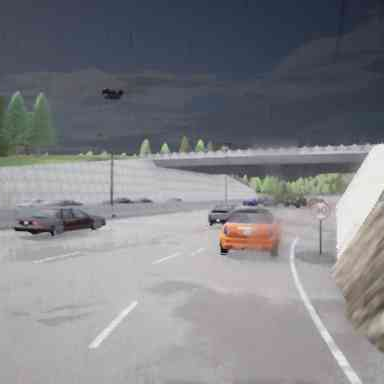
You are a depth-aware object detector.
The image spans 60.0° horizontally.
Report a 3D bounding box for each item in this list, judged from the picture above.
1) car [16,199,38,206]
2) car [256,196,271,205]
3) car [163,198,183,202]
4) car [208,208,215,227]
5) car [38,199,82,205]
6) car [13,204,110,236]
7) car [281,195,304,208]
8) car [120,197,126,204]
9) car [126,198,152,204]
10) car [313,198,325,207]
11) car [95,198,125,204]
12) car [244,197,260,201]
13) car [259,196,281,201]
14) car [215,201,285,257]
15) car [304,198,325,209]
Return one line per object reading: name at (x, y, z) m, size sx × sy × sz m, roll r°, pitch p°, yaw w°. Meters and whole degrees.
car at (-19.930, 1.620, 42.117) m, size 1.812 × 1.442 × 4.674 m, roll 0°, pitch 0°, yaw 24°
car at (14.491, 1.694, 67.451) m, size 2.097 × 1.767 × 4.553 m, roll 0°, pitch 0°, yaw 24°
car at (-3.125, 1.744, 53.926) m, size 1.882 × 1.535 × 5.008 m, roll 0°, pitch -1°, yaw 24°
car at (2.682, 1.636, 23.621) m, size 2.128 × 1.511 × 4.902 m, roll 0°, pitch 0°, yaw 24°
car at (-16.186, 1.665, 41.928) m, size 2.033 × 1.411 × 5.357 m, roll 0°, pitch 0°, yaw 24°
car at (-7.173, 1.601, 18.723) m, size 2.033 × 1.411 × 5.357 m, roll 0°, pitch 0°, yaw 24°
car at (16.656, 1.622, 55.137) m, size 2.150 × 2.045 × 5.566 m, roll 0°, pitch 0°, yaw 24°
car at (-12.528, 1.734, 58.572) m, size 1.837 × 1.490 × 4.892 m, roll 0°, pitch 0°, yaw 25°
car at (-8.900, 1.728, 58.121) m, size 1.882 × 1.535 × 5.008 m, roll 0°, pitch 0°, yaw 25°
car at (24.427, 1.976, 63.952) m, size 1.882 × 1.535 × 5.008 m, roll 0°, pitch 0°, yaw 24°
car at (-10.144, 1.702, 38.293) m, size 1.994 × 1.385 × 4.181 m, roll 0°, pitch 0°, yaw 24°
car at (10.251, 1.852, 57.965) m, size 1.882 × 1.535 × 5.008 m, roll 0°, pitch 0°, yaw 24°
car at (13.446, 1.879, 56.537) m, size 2.128 × 1.511 × 4.902 m, roll 0°, pitch 0°, yaw 24°
car at (2.556, 1.442, 13.644) m, size 2.097 × 1.767 × 4.553 m, roll 0°, pitch 0°, yaw 17°
car at (19.467, 1.758, 52.606) m, size 2.097 × 1.767 × 4.553 m, roll 0°, pitch 0°, yaw 24°
